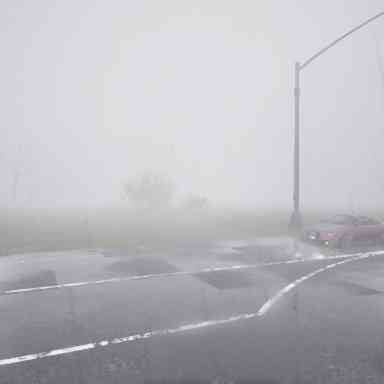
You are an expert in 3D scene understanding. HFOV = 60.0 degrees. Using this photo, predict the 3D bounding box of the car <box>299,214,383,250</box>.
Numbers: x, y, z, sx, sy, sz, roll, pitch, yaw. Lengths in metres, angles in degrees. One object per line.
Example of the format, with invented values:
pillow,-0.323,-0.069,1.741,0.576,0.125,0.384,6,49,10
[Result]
car,6.771,1.685,14.516,4.181,1.385,1.994,0,0,-25
